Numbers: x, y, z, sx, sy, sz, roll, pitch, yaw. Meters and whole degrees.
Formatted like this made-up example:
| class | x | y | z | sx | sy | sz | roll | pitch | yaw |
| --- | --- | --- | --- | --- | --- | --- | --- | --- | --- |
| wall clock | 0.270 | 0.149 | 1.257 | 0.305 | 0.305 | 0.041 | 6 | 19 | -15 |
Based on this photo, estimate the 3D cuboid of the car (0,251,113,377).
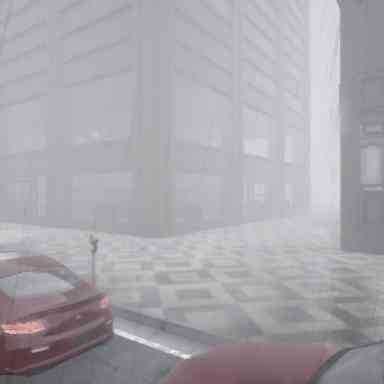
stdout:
| class | x | y | z | sx | sy | sz | roll | pitch | yaw |
| --- | --- | --- | --- | --- | --- | --- | --- | --- | --- |
| car | -2.989 | 1.583 | 5.096 | 4.206 | 1.307 | 1.802 | 0 | 0 | 36 |

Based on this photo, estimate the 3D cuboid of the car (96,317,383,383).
| class | x | y | z | sx | sy | sz | roll | pitch | yaw |
| --- | --- | --- | --- | --- | --- | --- | --- | --- | --- |
| car | 1.585 | 1.582 | 1.834 | 4.206 | 1.307 | 1.802 | 0 | 0 | 35 |
